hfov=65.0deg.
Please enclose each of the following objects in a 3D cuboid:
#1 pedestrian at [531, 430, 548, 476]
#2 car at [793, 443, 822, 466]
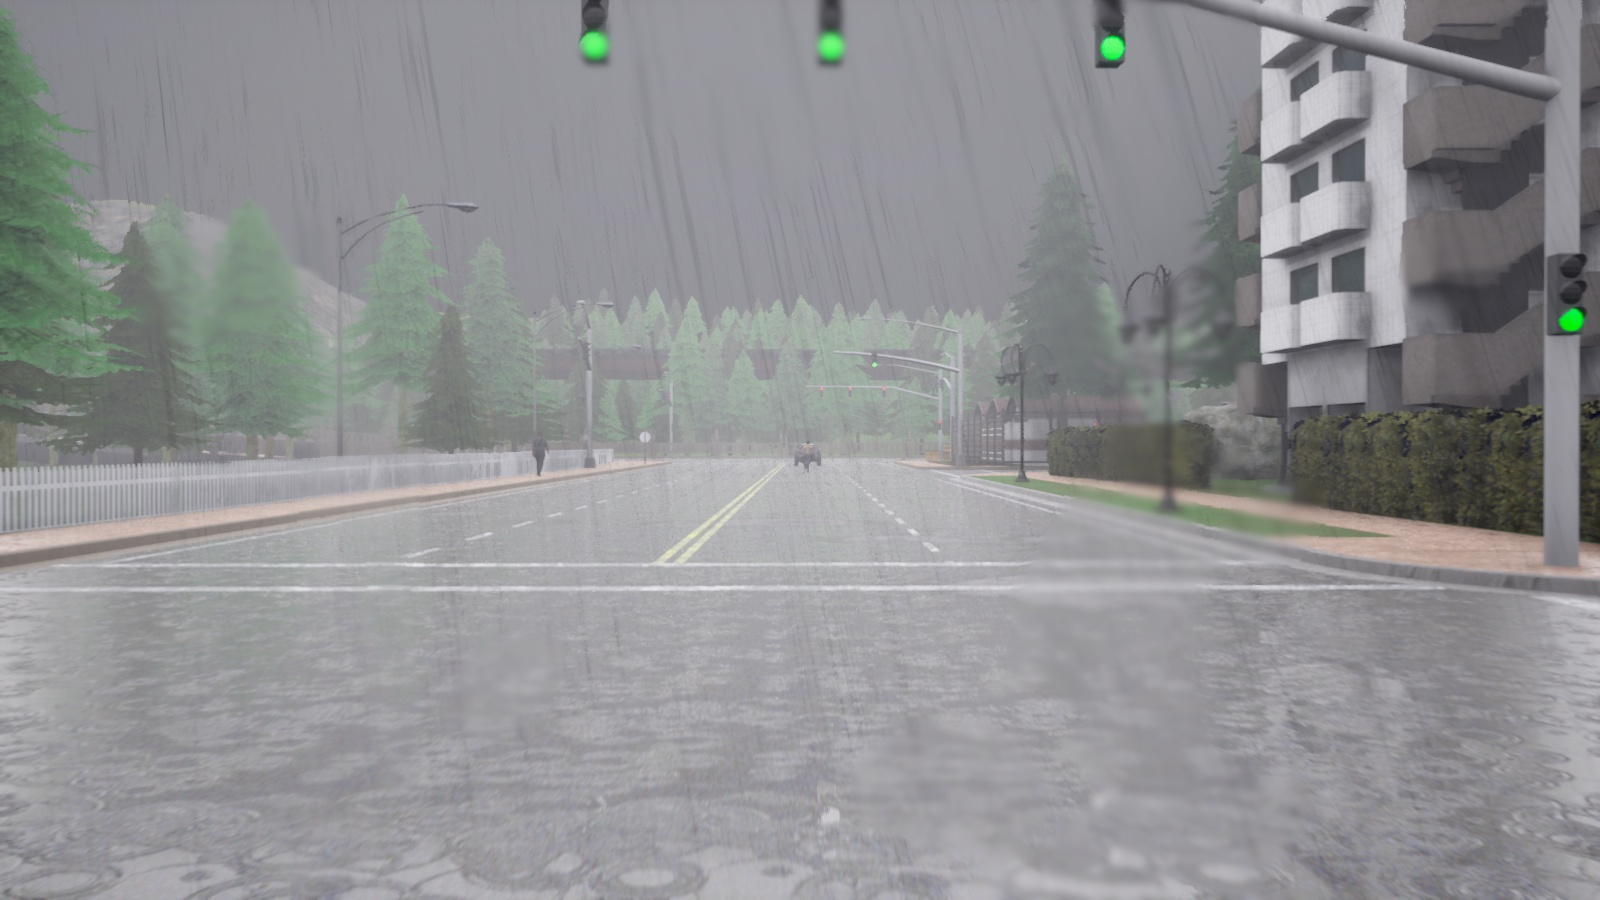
[{"bbox_3d":[-10.437,0.113,50.264,0.540,1.848,0.694,0,0,-1],"label":"pedestrian"},{"bbox_3d":[0.505,0.294,82.655,1.816,1.474,4.193,0,0,0],"label":"car"}]
